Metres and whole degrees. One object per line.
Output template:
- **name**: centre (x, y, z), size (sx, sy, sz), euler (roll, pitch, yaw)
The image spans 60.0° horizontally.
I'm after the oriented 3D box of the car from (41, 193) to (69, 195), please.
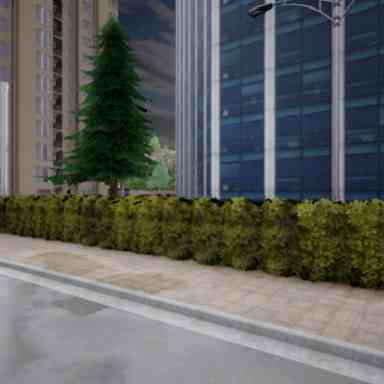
- **car**: centre (-16.167, 1.189, 37.462), size (2.150, 2.045, 5.566), euler (0, 0, 36)
